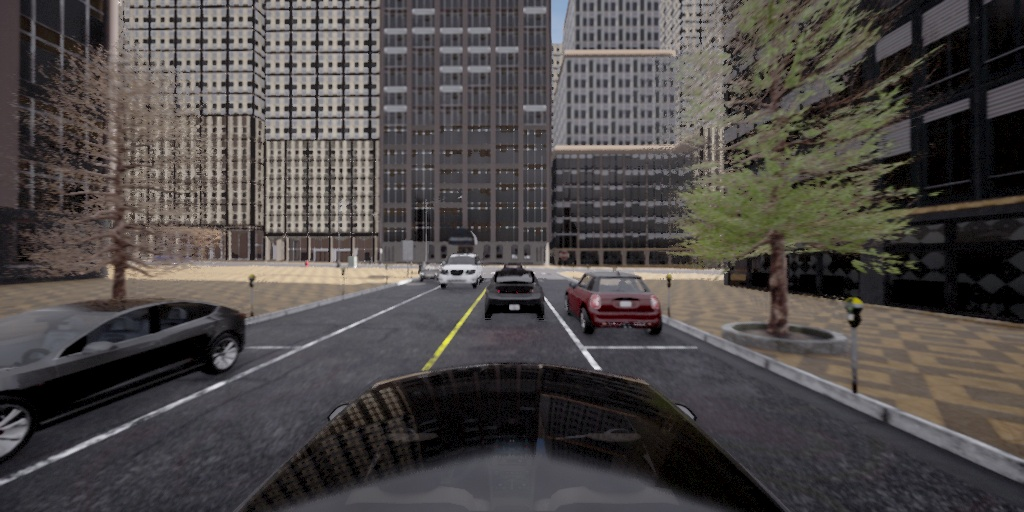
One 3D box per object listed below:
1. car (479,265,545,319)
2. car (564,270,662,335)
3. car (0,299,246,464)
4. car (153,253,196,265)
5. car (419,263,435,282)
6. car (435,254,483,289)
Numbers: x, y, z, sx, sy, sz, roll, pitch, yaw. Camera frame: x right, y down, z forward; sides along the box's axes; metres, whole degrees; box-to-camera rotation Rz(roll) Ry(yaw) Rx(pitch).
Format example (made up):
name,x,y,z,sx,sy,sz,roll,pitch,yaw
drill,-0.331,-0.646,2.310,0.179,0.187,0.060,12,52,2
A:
name,x,y,z,sx,sy,sz,roll,pitch,yaw
car,0.081,1.207,12.525,1.837,1.490,4.892,0,0,0
car,2.690,1.152,10.437,1.967,1.591,4.097,0,0,0
car,-5.690,1.303,4.802,1.948,1.339,4.313,0,0,0
car,-44.221,0.373,46.977,4.674,1.442,1.812,1,0,1
car,-5.823,1.189,27.371,2.007,1.370,4.403,0,0,0
car,-3.088,0.879,22.811,2.150,2.045,5.566,0,0,0
